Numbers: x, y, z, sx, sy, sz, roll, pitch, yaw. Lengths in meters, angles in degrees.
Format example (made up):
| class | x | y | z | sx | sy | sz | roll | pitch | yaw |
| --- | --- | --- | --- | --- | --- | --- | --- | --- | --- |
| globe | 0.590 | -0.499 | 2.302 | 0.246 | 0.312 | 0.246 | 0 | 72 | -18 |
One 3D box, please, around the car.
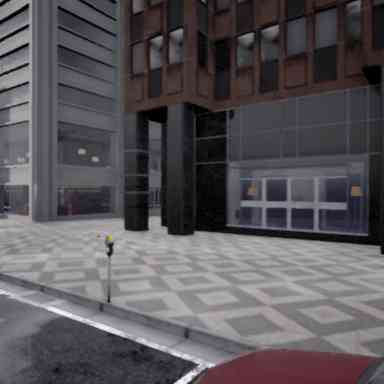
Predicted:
| class | x | y | z | sx | sy | sz | roll | pitch | yaw |
| --- | --- | --- | --- | --- | --- | --- | --- | --- | --- |
| car | 1.798 | 1.582 | 1.679 | 4.206 | 1.307 | 1.802 | 0 | 0 | 35 |
